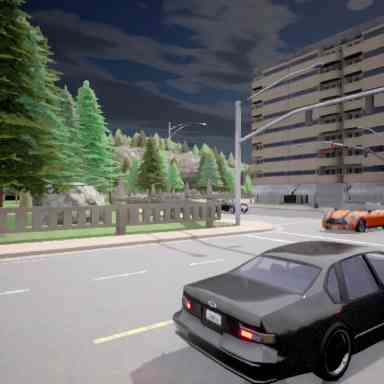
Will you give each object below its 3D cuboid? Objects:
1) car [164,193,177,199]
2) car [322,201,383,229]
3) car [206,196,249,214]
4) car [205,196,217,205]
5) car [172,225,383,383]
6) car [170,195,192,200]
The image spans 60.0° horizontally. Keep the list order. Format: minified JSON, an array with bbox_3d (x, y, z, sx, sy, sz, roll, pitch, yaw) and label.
[{"bbox_3d":[-3.326,1.166,54.708,2.150,2.045,5.566,0,0,-4],"label":"car"},{"bbox_3d":[9.661,1.339,19.487,4.553,1.767,2.097,0,0,-36],"label":"car"},{"bbox_3d":[3.877,1.436,34.920,2.128,1.511,4.902,0,0,-32],"label":"car"},{"bbox_3d":[3.571,1.492,60.750,2.033,1.411,5.357,0,0,5],"label":"car"},{"bbox_3d":[2.312,1.547,5.438,5.357,1.411,2.033,0,0,-35],"label":"car"},{"bbox_3d":[-0.767,1.492,43.614,2.033,1.411,5.357,0,0,-20],"label":"car"}]
